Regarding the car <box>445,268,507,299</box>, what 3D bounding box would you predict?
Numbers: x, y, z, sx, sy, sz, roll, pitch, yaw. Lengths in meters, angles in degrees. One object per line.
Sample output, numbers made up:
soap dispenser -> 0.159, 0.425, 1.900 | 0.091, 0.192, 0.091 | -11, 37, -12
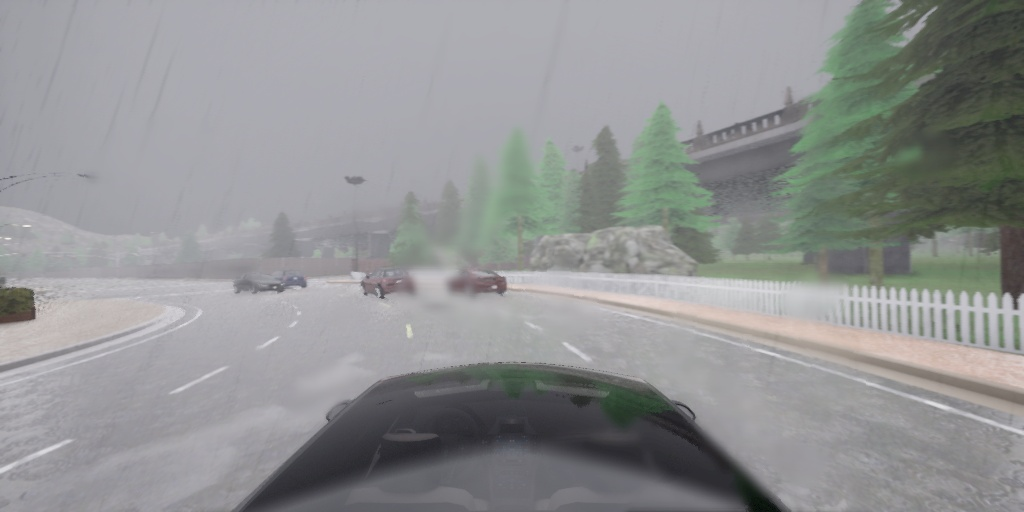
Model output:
car -> -2.125, 1.450, 20.005 | 1.882, 1.535, 5.008 | -1, -1, -31

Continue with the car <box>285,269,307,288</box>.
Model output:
car -> -20.079, 1.969, 31.523 | 4.553, 1.767, 2.097 | -2, 0, 34

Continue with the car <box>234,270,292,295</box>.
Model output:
car -> -18.707, 2.047, 26.519 | 4.892, 1.490, 1.837 | -3, -1, 33

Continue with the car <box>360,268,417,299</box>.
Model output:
car -> -7.474, 1.498, 21.429 | 2.097, 1.767, 4.553 | -1, -1, -38
